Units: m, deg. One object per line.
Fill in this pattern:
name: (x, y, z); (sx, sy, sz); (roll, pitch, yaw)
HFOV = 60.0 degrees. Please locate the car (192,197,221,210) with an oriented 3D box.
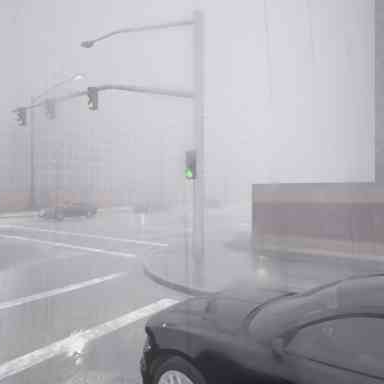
car: (1.994, 1.478, 44.029); (1.882, 1.535, 5.008); (0, 0, 36)

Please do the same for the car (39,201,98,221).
car: (-10.105, 1.491, 27.436); (2.128, 1.511, 4.902); (0, 0, 34)

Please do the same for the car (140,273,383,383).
car: (1.731, 1.478, 2.771); (5.008, 1.535, 1.882); (0, 0, 37)

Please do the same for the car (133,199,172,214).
car: (-4.176, 1.505, 35.574); (1.837, 1.490, 4.892); (0, 0, 36)
